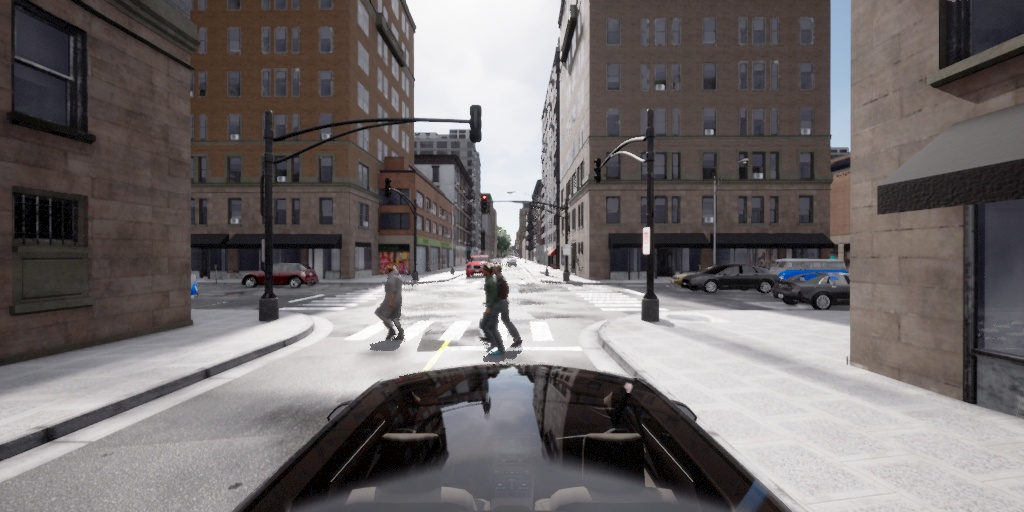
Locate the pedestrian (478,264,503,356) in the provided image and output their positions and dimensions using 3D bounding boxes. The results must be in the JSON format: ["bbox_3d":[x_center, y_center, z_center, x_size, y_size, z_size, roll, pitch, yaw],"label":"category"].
[{"bbox_3d":[-0.416,1.042,7.142,0.375,1.860,0.375,0,0,0],"label":"pedestrian"}]

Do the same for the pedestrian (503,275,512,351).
[{"bbox_3d":[-0.256,1.042,7.852,0.375,1.860,0.375,0,0,0],"label":"pedestrian"}]

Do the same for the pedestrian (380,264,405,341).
[{"bbox_3d":[-2.806,1.042,8.453,0.375,1.860,0.375,0,0,0],"label":"pedestrian"}]

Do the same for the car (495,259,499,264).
[{"bbox_3d":[-3.078,1.243,49.258,1.812,1.442,4.674,0,0,0],"label":"car"}]

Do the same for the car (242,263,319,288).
[{"bbox_3d":[-14.598,1.167,22.584,4.097,1.591,1.967,0,0,1],"label":"car"}]

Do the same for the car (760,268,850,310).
[{"bbox_3d":[12.524,1.302,13.771,4.403,1.370,2.007,0,0,1],"label":"car"}]

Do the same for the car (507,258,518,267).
[{"bbox_3d":[0.011,1.245,64.054,2.033,1.411,5.357,0,0,0],"label":"car"}]

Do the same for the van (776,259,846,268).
[{"bbox_3d":[18.265,1.075,22.236,3.998,1.789,1.690,0,0,1],"label":"van"}]

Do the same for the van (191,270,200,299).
[{"bbox_3d":[-14.671,1.086,14.058,3.998,1.789,1.690,0,0,1],"label":"van"}]

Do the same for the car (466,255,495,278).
[{"bbox_3d":[-3.091,0.951,34.512,2.150,2.045,5.566,0,0,0],"label":"car"}]

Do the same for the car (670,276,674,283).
[{"bbox_3d":[12.426,1.259,22.298,4.829,1.417,1.751,0,0,1],"label":"car"}]

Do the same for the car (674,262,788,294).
[{"bbox_3d":[11.925,1.240,19.746,4.892,1.490,1.837,-1,0,-1],"label":"car"}]
